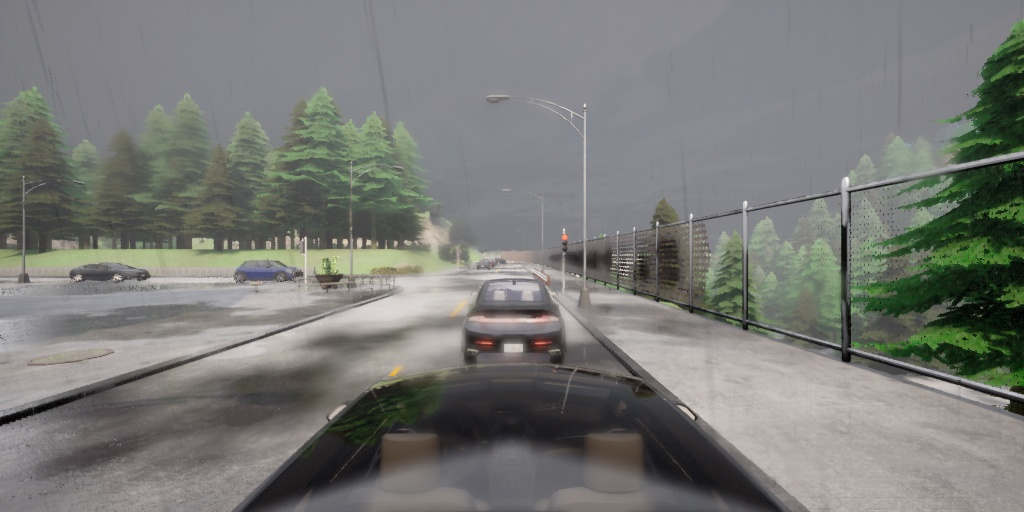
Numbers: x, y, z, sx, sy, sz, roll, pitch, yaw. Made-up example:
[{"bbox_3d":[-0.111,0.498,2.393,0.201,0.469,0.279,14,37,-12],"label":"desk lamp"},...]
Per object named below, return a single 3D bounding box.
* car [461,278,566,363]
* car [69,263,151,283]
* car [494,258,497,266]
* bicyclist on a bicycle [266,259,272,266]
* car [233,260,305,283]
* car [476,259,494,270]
[{"bbox_3d":[0.048,1.241,8.081,2.128,1.511,4.902,0,0,1],"label":"car"},{"bbox_3d":[-30.386,1.257,27.176,4.892,1.490,1.837,-1,0,0],"label":"car"},{"bbox_3d":[-4.056,1.228,62.024,1.882,1.535,5.008,0,0,0],"label":"car"},{"bbox_3d":[-24.148,1.099,35.566,0.582,1.620,1.656,0,0,0],"label":"bicyclist on a bicycle"},{"bbox_3d":[-18.262,1.102,27.166,4.553,1.767,2.097,0,0,0],"label":"car"},{"bbox_3d":[-4.084,1.255,52.501,1.837,1.490,4.892,0,0,0],"label":"car"}]
